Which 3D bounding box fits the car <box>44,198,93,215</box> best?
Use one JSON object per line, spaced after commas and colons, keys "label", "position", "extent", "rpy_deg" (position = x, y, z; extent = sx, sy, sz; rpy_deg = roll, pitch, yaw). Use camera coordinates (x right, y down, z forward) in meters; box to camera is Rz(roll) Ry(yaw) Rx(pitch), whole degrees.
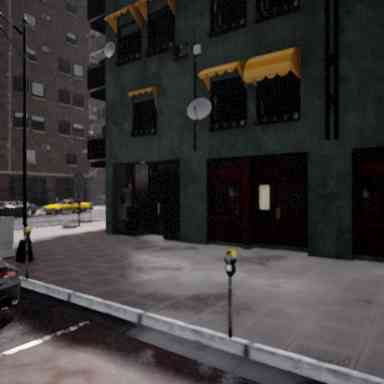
{"label": "car", "position": [-11.554, 1.273, 30.888], "extent": [1.752, 1.417, 4.829], "rpy_deg": [1, 1, 35]}

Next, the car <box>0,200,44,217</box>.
{"label": "car", "position": [-14.638, 1.373, 26.458], "extent": [2.008, 1.369, 4.403], "rpy_deg": [1, 1, 35]}

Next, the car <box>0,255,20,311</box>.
{"label": "car", "position": [-5.047, 1.558, 6.461], "extent": [4.403, 1.369, 2.008], "rpy_deg": [0, 0, 35]}
